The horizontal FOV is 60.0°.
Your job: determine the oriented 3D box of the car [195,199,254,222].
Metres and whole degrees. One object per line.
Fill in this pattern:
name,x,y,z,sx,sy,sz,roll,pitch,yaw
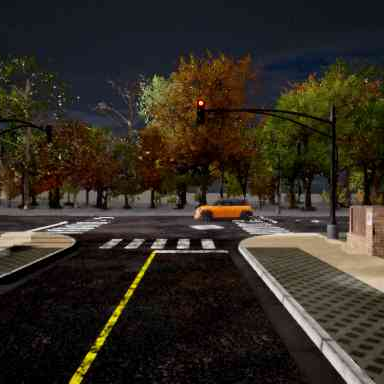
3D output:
car,2.527,1.368,26.323,4.553,1.767,2.097,0,0,0
